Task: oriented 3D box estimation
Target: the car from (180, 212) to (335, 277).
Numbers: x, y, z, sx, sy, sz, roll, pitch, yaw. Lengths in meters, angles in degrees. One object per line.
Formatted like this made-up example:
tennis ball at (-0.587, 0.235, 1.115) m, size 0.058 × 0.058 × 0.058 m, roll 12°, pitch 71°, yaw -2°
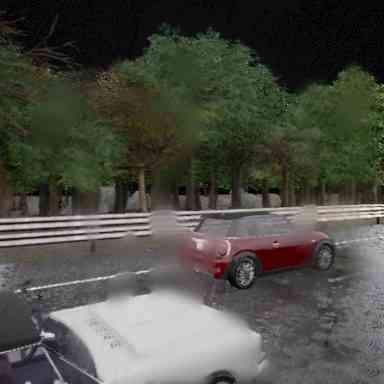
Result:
car at (1.959, 1.349, 9.307) m, size 4.553 × 1.767 × 2.097 m, roll 0°, pitch 0°, yaw -35°

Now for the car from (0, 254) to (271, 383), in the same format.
car at (-1.548, 1.597, 2.774) m, size 4.718 × 1.301 × 1.895 m, roll 0°, pitch 0°, yaw -35°
